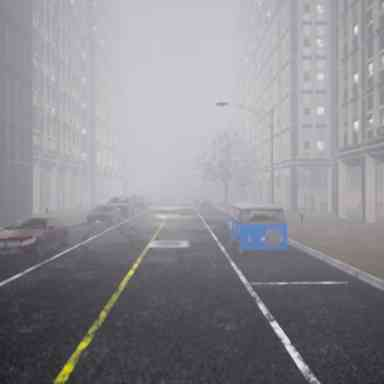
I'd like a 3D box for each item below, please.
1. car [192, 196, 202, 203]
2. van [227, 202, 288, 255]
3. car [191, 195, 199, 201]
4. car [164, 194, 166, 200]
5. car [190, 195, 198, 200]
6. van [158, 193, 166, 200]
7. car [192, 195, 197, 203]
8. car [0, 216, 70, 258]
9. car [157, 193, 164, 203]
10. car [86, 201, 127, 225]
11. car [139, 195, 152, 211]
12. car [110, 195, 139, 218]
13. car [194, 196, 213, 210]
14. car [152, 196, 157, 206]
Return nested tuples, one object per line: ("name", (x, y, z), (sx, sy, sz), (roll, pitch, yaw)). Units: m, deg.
("car", (0.999, 1.481, 69.849), (1.802, 1.307, 4.206), (0, 0, -1))
("van", (2.395, 1.321, 12.895), (1.690, 1.788, 3.998), (0, 0, -1))
("car", (0.720, 1.440, 81.239), (1.947, 1.339, 4.313), (0, 0, -1))
("car", (-7.518, 1.486, 75.339), (1.947, 1.339, 4.313), (0, 0, -1))
("car", (0.579, 1.405, 86.936), (1.887, 1.381, 4.507), (0, 0, -1))
("van", (-7.800, 1.235, 86.730), (1.690, 1.788, 3.998), (0, 0, -1))
("car", (1.418, 1.482, 52.762), (2.008, 1.369, 4.403), (0, 0, -1))
("car", (-5.982, 1.596, 12.690), (1.802, 1.307, 4.206), (0, 0, -1))
("car", (-7.375, 1.458, 69.474), (1.752, 1.417, 4.829), (0, 0, -1))
("car", (-6.260, 1.568, 24.081), (1.947, 1.339, 4.313), (0, 0, -1))
("car", (-6.682, 1.296, 41.166), (2.192, 1.841, 5.009), (0, 0, -1))
("car", (-6.402, 1.311, 29.775), (2.192, 1.841, 5.009), (0, 0, -1))
("car", (1.698, 1.499, 41.371), (2.008, 1.369, 4.403), (0, 0, -1))
("car", (-6.959, 1.546, 52.558), (1.802, 1.307, 4.206), (0, 0, -1))
